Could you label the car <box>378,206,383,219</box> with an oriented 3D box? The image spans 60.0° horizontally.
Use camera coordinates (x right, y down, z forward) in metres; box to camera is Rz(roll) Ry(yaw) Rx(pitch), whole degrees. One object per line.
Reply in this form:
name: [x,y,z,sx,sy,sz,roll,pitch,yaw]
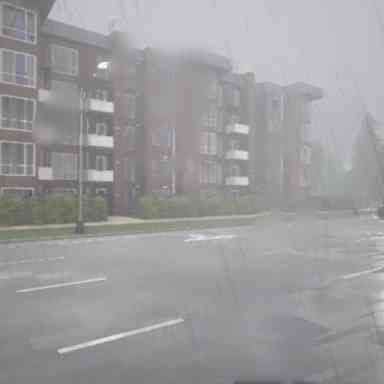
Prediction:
car: [18.725,1.682,29.995,5.008,1.535,1.882,0,0,-35]
